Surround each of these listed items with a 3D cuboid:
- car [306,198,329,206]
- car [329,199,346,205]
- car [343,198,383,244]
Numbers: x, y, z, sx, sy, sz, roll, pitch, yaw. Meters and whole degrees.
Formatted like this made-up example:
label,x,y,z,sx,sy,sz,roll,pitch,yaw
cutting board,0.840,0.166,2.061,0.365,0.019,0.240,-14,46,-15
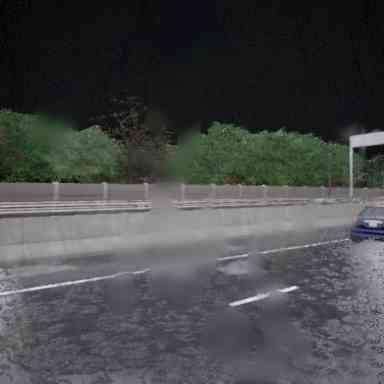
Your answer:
label,x,y,z,sx,sy,sz,roll,pitch,yaw
car,16.094,1.473,41.267,4.674,1.442,1.812,0,0,-35
car,18.218,1.511,38.483,4.181,1.385,1.994,0,0,-35
car,8.896,1.312,14.399,4.553,1.767,2.097,0,0,-36
